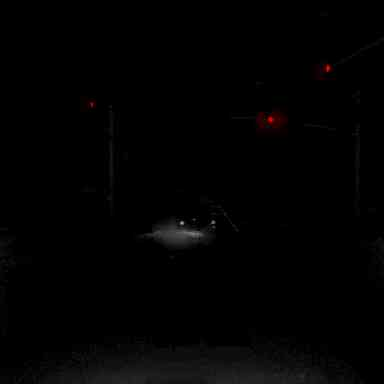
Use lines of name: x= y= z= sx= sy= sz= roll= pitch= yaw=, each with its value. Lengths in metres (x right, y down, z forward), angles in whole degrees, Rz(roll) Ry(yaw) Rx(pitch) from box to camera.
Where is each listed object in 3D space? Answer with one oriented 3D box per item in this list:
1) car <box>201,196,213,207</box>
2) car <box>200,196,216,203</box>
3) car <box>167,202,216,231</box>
car: x=2.372 y=1.470 z=52.915 sx=1.837 sy=1.490 sz=4.892 roll=0 pitch=0 yaw=3
car: x=1.601 y=1.491 z=36.783 sx=1.812 sy=1.442 sz=4.674 roll=0 pitch=0 yaw=3
car: x=-0.053 y=1.540 z=20.463 sx=1.994 sy=1.385 sz=4.181 roll=0 pitch=1 yaw=15
